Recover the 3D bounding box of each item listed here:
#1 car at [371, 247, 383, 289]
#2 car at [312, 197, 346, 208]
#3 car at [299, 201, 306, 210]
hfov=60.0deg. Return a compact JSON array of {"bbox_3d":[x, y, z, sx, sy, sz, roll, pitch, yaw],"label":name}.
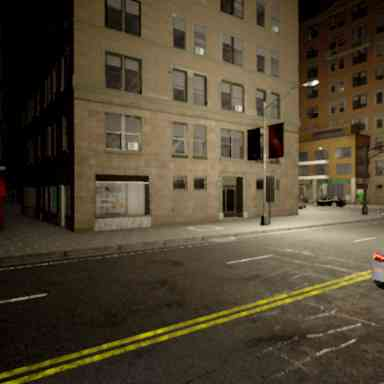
[{"bbox_3d":[5.884,1.466,7.588,4.674,1.442,1.812,0,0,-35],"label":"car"},{"bbox_3d":[17.757,1.318,43.155,1.947,1.339,4.313,0,0,-35],"label":"car"},{"bbox_3d":[11.175,1.215,38.563,1.967,1.590,4.097,0,0,-35],"label":"car"}]
